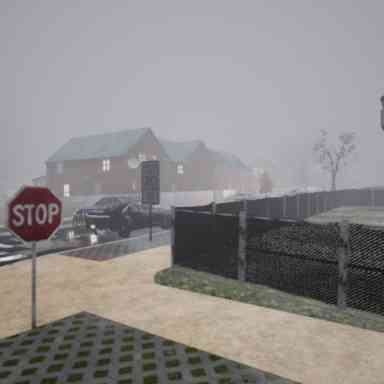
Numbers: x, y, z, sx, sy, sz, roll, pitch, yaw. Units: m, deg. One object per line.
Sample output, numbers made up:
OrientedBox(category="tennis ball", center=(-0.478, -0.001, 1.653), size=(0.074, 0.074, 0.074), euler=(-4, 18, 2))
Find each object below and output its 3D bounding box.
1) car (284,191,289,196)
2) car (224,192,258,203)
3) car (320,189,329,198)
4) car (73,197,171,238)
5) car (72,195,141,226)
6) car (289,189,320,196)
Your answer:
OrientedBox(category="car", center=(14.374, 0.371, 46.754), size=(1.837, 1.490, 4.892), euler=(0, 1, 34))
OrientedBox(category="car", center=(4.854, 0.747, 32.574), size=(2.128, 1.511, 4.902), euler=(0, 1, 34))
OrientedBox(category="car", center=(19.429, 0.239, 49.400), size=(1.882, 1.535, 5.008), euler=(0, 1, 34))
OrientedBox(category="car", center=(-2.795, 1.177, 15.899), size=(2.128, 1.511, 4.902), euler=(0, 1, 34))
OrientedBox(category="car", center=(-4.411, 1.006, 18.617), size=(2.097, 1.767, 4.553), euler=(0, 1, 34))
OrientedBox(category="car", center=(13.914, 0.486, 41.000), size=(1.837, 1.490, 4.892), euler=(0, 1, 34))
